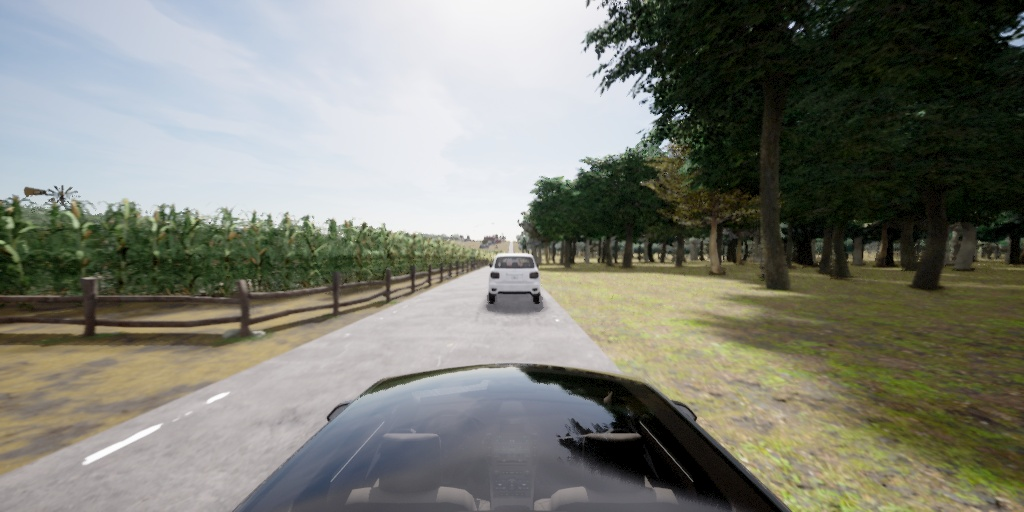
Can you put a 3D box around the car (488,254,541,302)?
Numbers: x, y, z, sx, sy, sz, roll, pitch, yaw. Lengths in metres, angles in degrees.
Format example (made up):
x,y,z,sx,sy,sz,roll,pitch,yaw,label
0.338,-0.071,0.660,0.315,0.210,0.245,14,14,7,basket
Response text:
x,y,z,sx,sy,sz,roll,pitch,yaw,label
0.099,0.915,16.587,2.150,2.045,5.566,0,0,0,car
